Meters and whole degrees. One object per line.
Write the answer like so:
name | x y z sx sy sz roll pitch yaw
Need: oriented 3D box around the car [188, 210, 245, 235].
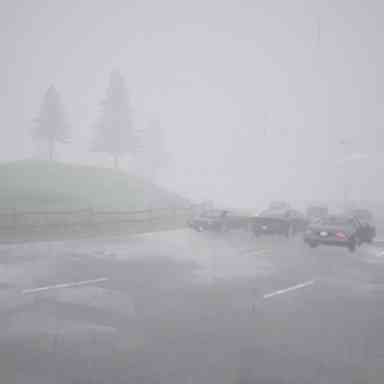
car | 1.893 1.750 20.070 1.895 1.301 4.718 0 0 38

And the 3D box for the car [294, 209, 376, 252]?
car | 6.729 1.701 14.891 2.033 1.411 5.357 0 0 39

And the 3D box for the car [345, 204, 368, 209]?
car | 15.344 1.854 30.877 1.812 1.442 4.674 0 0 17

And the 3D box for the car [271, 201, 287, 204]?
car | 8.632 1.639 32.821 2.097 1.767 4.553 0 -1 17

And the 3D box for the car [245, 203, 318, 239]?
car | 5.126 1.642 18.580 1.882 1.535 5.008 0 0 37

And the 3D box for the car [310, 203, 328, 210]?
car | 12.148 1.791 32.404 1.882 1.535 5.008 0 0 16
